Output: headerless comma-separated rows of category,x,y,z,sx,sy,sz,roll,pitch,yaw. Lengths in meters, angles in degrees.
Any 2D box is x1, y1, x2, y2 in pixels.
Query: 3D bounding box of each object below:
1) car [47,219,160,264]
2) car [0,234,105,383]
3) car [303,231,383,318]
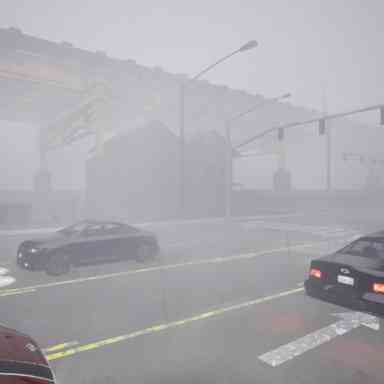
car,-3.094,1.564,10.342,4.181,1.385,1.994,0,0,-35
car,-3.011,1.352,1.600,4.553,1.767,2.097,0,0,-36
car,4.671,1.547,7.115,5.357,1.411,2.033,0,0,-35
